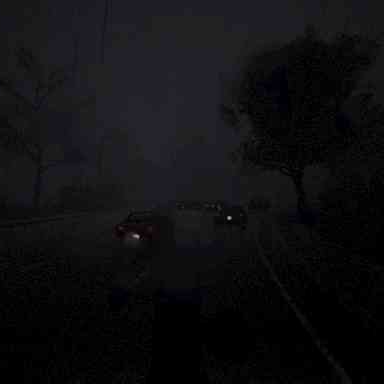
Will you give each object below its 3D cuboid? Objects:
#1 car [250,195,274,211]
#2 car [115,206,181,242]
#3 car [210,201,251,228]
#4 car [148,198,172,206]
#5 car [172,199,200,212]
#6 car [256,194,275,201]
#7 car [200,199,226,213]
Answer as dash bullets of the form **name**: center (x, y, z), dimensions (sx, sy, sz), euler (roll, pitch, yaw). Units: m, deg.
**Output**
- **car**: center (8.096, 1.329, 39.873), dimensions (2.097, 1.767, 4.553), euler (0, 0, 22)
- **car**: center (-2.011, 1.572, 16.151), dimensions (1.895, 1.301, 4.718), euler (0, 0, 8)
- **car**: center (2.684, 1.544, 22.076), dimensions (1.994, 1.385, 4.181), euler (0, 0, 12)
- **car**: center (-3.521, 1.413, 39.376), dimensions (2.128, 1.511, 4.902), euler (0, 0, 20)
- **car**: center (-0.304, 1.503, 37.981), dimensions (1.994, 1.385, 4.181), euler (0, 0, 19)
- **car**: center (16.777, 1.296, 75.686), dimensions (2.033, 1.411, 5.357), euler (1, 0, 38)
- **car**: center (2.964, 1.505, 36.342), dimensions (2.033, 1.411, 5.357), euler (0, 0, 19)
